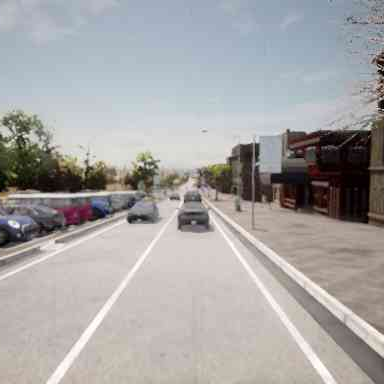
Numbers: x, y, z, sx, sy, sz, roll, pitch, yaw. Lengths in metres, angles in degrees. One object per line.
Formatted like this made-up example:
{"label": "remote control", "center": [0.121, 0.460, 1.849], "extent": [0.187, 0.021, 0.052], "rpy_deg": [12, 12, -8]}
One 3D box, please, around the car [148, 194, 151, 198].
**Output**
{"label": "car", "center": [-9.013, 1.135, 50.519], "extent": [4.674, 1.452, 2.002], "rpy_deg": [0, 1, 0]}

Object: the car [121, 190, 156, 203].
{"label": "car", "center": [-8.993, 0.771, 56.121], "extent": [5.566, 2.045, 2.435], "rpy_deg": [0, 1, 0]}

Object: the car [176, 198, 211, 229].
{"label": "car", "center": [0.087, 1.386, 20.567], "extent": [1.837, 1.490, 4.892], "rpy_deg": [0, 1, 0]}

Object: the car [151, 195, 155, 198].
{"label": "car", "center": [-8.830, 1.055, 53.321], "extent": [5.366, 1.575, 1.946], "rpy_deg": [0, 1, 0]}

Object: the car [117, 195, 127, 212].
{"label": "car", "center": [-8.977, 1.312, 30.890], "extent": [4.892, 1.521, 2.231], "rpy_deg": [0, 0, 0]}

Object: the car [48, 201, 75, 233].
{"label": "car", "center": [-8.937, 1.390, 16.871], "extent": [4.892, 1.521, 2.231], "rpy_deg": [0, 0, 0]}

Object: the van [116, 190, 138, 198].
{"label": "van", "center": [-9.104, 1.008, 39.301], "extent": [4.442, 1.987, 1.878], "rpy_deg": [0, 1, 0]}

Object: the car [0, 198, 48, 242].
{"label": "car", "center": [-8.969, 1.277, 14.067], "extent": [4.553, 1.767, 2.185], "rpy_deg": [0, 0, 0]}

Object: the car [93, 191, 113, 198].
{"label": "car", "center": [-22.186, 0.552, 82.981], "extent": [4.553, 1.767, 2.185], "rpy_deg": [0, 1, 0]}

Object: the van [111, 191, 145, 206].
{"label": "van", "center": [-9.121, 0.905, 47.712], "extent": [4.442, 1.987, 1.878], "rpy_deg": [0, 1, 0]}

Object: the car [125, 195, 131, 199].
{"label": "car", "center": [-8.974, 1.330, 33.693], "extent": [4.674, 1.452, 2.002], "rpy_deg": [0, 0, 0]}

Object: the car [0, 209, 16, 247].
{"label": "car", "center": [-8.929, 1.457, 11.264], "extent": [4.674, 1.452, 2.002], "rpy_deg": [0, 0, 0]}

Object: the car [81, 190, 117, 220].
{"label": "car", "center": [-8.932, 1.095, 25.280], "extent": [5.566, 2.045, 2.435], "rpy_deg": [0, 0, 0]}

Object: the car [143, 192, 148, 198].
{"label": "car", "center": [-8.994, 1.167, 44.912], "extent": [5.008, 1.535, 2.097], "rpy_deg": [0, 1, 0]}

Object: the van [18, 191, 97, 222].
{"label": "van", "center": [-9.071, 1.134, 22.476], "extent": [4.442, 1.987, 1.878], "rpy_deg": [0, 0, 0]}

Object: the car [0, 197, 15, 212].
{"label": "car", "center": [-22.031, 1.302, 35.802], "extent": [4.792, 1.488, 2.163], "rpy_deg": [0, 0, 0]}

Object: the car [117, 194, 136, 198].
{"label": "car", "center": [-9.011, 1.294, 36.501], "extent": [4.792, 1.488, 2.163], "rpy_deg": [0, 1, 0]}

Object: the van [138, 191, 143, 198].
{"label": "van", "center": [-8.877, 0.977, 42.103], "extent": [4.442, 1.987, 1.878], "rpy_deg": [0, 1, 0]}

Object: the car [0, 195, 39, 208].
{"label": "car", "center": [-22.066, 1.211, 41.350], "extent": [5.008, 1.535, 2.097], "rpy_deg": [0, 1, 0]}

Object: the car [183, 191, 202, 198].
{"label": "car", "center": [0.074, 0.915, 41.830], "extent": [2.150, 2.045, 5.566], "rpy_deg": [0, 0, 0]}

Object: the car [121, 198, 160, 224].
{"label": "car", "center": [-3.366, 1.402, 23.872], "extent": [2.033, 1.411, 5.357], "rpy_deg": [0, 0, 0]}

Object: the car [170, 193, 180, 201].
{"label": "car", "center": [-3.312, 0.901, 64.949], "extent": [1.882, 1.535, 5.008], "rpy_deg": [0, 1, 1]}

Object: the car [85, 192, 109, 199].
{"label": "car", "center": [-22.138, 0.747, 77.432], "extent": [5.008, 1.535, 2.097], "rpy_deg": [0, 1, 0]}

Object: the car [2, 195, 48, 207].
{"label": "car", "center": [-22.071, 1.178, 44.128], "extent": [4.892, 1.521, 2.231], "rpy_deg": [0, 1, 0]}

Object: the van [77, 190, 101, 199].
{"label": "van", "center": [-22.249, 0.593, 71.877], "extent": [4.442, 1.987, 1.878], "rpy_deg": [0, 1, 0]}

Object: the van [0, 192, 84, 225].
{"label": "van", "center": [-9.065, 1.149, 19.673], "extent": [4.442, 1.987, 1.878], "rpy_deg": [0, 0, 0]}

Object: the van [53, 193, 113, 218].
{"label": "van", "center": [-9.082, 1.106, 28.081], "extent": [4.442, 1.987, 1.878], "rpy_deg": [0, 0, 0]}

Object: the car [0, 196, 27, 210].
{"label": "car", "center": [-22.250, 1.239, 38.573], "extent": [5.366, 1.575, 1.946], "rpy_deg": [0, 1, 0]}
